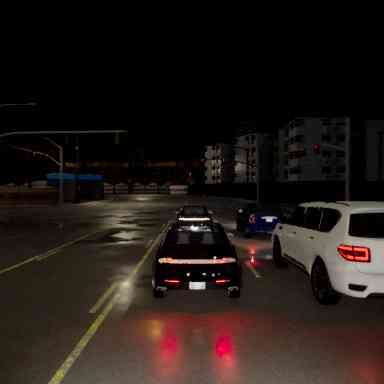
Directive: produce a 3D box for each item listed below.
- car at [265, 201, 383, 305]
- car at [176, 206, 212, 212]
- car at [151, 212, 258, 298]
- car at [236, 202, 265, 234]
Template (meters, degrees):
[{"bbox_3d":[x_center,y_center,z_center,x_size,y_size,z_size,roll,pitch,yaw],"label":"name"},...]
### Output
[{"bbox_3d":[3.595,1.219,8.227,2.150,2.045,5.566,0,0,0],"label":"car"},{"bbox_3d":[0.113,1.473,17.928,2.128,1.511,4.902,0,0,0],"label":"car"},{"bbox_3d":[0.103,1.499,8.515,2.128,1.511,4.902,0,0,0],"label":"car"},{"bbox_3d":[3.611,1.328,17.651,2.097,1.767,4.553,0,0,0],"label":"car"}]
